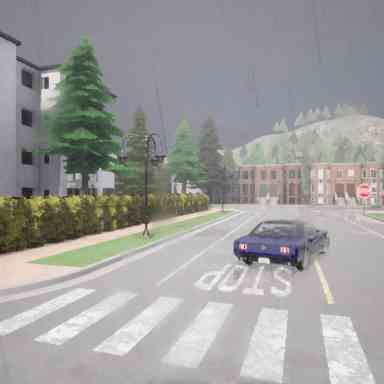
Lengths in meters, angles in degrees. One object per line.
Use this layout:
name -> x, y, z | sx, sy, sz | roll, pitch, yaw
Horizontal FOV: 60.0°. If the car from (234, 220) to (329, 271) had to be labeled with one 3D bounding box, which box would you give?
car -> 3.203, 1.590, 11.053 | 1.895, 1.301, 4.718 | 0, 0, 33
